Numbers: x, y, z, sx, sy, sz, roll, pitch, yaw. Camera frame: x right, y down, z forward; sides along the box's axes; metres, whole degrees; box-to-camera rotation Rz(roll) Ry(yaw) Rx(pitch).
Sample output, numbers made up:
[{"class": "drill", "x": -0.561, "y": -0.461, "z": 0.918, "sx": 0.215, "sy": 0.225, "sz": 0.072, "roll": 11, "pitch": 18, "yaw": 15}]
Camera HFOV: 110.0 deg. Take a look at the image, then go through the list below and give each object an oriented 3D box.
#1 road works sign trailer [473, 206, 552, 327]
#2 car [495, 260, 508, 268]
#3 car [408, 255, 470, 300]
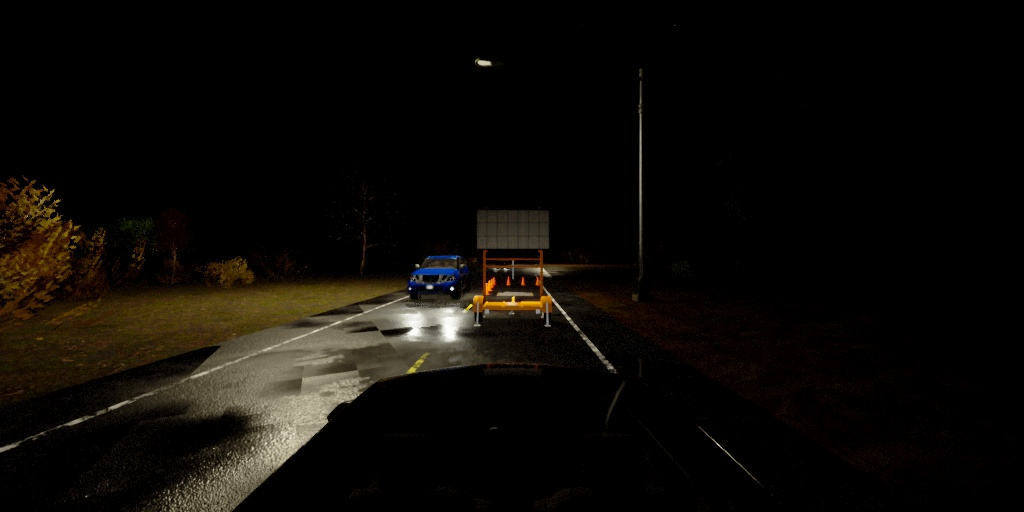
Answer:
[{"class": "road works sign trailer", "x": 0.036, "y": 0.214, "z": 11.589, "sx": 2.380, "sy": 3.560, "sz": 2.880, "roll": 0, "pitch": 0, "yaw": 1}, {"class": "car", "x": -1.670, "y": 1.215, "z": 59.047, "sx": 1.882, "sy": 1.535, "sz": 5.008, "roll": 0, "pitch": 0, "yaw": 4}, {"class": "car", "x": -3.439, "y": 0.970, "z": 17.991, "sx": 2.150, "sy": 2.045, "sz": 5.566, "roll": 0, "pitch": 0, "yaw": 1}]
